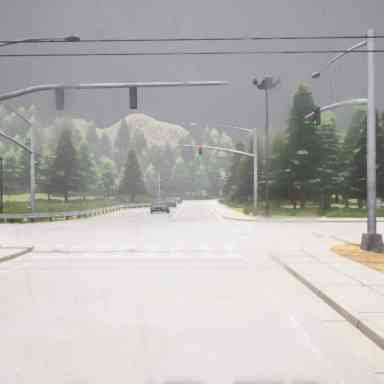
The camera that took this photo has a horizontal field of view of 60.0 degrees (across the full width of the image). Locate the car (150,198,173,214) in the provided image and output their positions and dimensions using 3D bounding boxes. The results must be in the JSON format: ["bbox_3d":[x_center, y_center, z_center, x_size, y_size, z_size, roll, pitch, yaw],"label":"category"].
[{"bbox_3d":[-3.518,1.682,37.506,1.994,1.385,4.181,0,0,0],"label":"car"}]

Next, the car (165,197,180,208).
[{"bbox_3d":[-3.450,1.507,50.888,2.097,1.767,4.553,0,-1,1],"label":"car"}]

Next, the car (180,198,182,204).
[{"bbox_3d":[-3.050,1.719,66.825,1.812,1.442,4.674,0,0,2],"label":"car"}]
